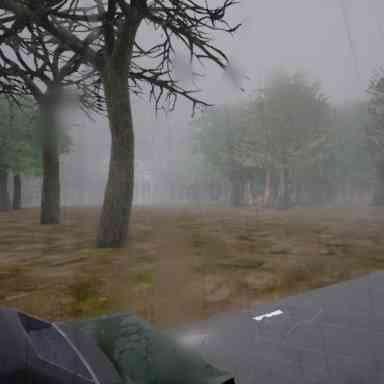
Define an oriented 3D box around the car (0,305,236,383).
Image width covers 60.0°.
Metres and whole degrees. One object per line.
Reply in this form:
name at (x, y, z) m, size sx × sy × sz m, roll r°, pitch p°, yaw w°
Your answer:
car at (-2.054, 1.599, 1.903) m, size 4.718 × 1.301 × 1.895 m, roll 0°, pitch 0°, yaw -36°
